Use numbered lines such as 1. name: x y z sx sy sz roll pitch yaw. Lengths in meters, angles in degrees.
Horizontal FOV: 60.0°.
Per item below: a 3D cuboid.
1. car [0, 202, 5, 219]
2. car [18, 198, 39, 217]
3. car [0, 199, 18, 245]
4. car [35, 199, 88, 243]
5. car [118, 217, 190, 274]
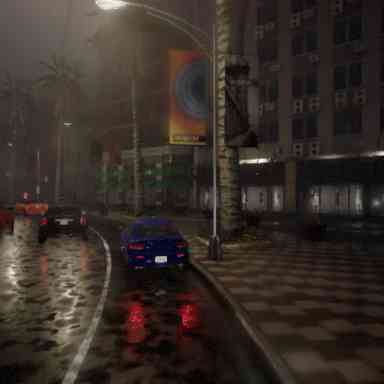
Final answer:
1. car: -17.582 1.554 28.498 1.994 1.385 4.181 0 0 -40
2. car: -14.891 1.351 30.737 2.097 1.767 4.553 0 0 -40
3. car: -9.631 1.248 15.224 2.150 2.045 5.566 0 0 -22
4. car: -6.354 1.360 16.454 2.097 1.767 4.553 0 0 -22
5. car: -1.323 1.523 10.585 1.812 1.442 4.674 0 0 -14
